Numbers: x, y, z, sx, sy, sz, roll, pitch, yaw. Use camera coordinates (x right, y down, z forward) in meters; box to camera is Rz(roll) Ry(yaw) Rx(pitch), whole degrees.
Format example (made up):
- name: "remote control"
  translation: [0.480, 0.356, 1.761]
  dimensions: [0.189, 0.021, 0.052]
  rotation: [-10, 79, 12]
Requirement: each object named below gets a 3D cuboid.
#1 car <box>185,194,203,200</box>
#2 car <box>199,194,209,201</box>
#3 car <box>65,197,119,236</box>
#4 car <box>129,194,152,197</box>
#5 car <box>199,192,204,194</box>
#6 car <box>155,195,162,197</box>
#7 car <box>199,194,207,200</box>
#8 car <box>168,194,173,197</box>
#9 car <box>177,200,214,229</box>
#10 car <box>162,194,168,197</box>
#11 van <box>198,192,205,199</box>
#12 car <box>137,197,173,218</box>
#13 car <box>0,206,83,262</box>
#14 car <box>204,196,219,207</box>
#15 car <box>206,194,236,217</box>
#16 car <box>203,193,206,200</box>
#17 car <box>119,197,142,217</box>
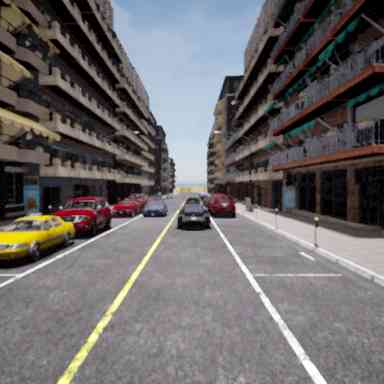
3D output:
- name: "car"
  translation: [0.102, 1.312, 41.344]
  dimensions: [1.812, 1.442, 4.674]
  rotation: [0, 0, 0]
- name: "car"
  translation: [2.681, 1.145, 74.457]
  dimensions: [2.008, 1.369, 4.403]
  rotation: [-1, 0, 0]
- name: "car"
  translation: [-5.706, 1.226, 17.752]
  dimensions: [2.192, 1.841, 5.009]
  rotation: [-1, 0, 0]
- name: "car"
  translation: [-5.705, 1.138, 34.744]
  dimensions: [2.192, 1.841, 5.009]
  rotation: [-1, 0, 0]
- name: "car"
  translation: [2.683, 1.194, 68.792]
  dimensions: [1.947, 1.339, 4.313]
  rotation: [-1, 0, 0]
- name: "car"
  translation: [-5.701, 1.305, 46.075]
  dimensions: [1.887, 1.381, 4.507]
  rotation: [-1, 0, 0]
- name: "car"
  translation: [2.682, 1.142, 80.121]
  dimensions: [1.802, 1.307, 4.206]
  rotation: [-1, 0, 0]
- name: "car"
  translation: [-5.698, 1.076, 85.730]
  dimensions: [2.008, 1.369, 4.403]
  rotation: [-1, 0, 0]
- name: "car"
  translation: [0.103, 1.459, 20.960]
  dimensions: [1.994, 1.385, 4.181]
  rotation: [0, 0, 0]
- name: "car"
  translation: [-5.700, 1.261, 57.406]
  dimensions: [1.947, 1.339, 4.313]
  rotation: [-1, 0, 0]
- name: "van"
  translation: [2.679, 0.830, 91.448]
  dimensions: [1.690, 1.788, 3.998]
  rotation: [-1, 0, 0]
- name: "car"
  translation: [-3.094, 1.400, 28.992]
  dimensions: [2.033, 1.411, 5.357]
  rotation: [0, 0, 0]
- name: "car"
  translation: [-5.704, 1.466, 11.918]
  dimensions: [1.752, 1.417, 4.829]
  rotation: [-1, 0, 0]
- name: "car"
  translation: [2.646, 1.304, 46.135]
  dimensions: [1.887, 1.381, 4.507]
  rotation: [-1, 0, 0]
- name: "car"
  translation: [2.641, 1.167, 29.139]
  dimensions: [2.192, 1.841, 5.009]
  rotation: [-1, 0, 0]
- name: "car"
  translation: [2.642, 1.137, 34.805]
  dimensions: [2.192, 1.841, 5.009]
  rotation: [-1, 0, 0]
- name: "car"
  translation: [-5.702, 1.398, 29.083]
  dimensions: [1.887, 1.381, 4.507]
  rotation: [-1, 0, 0]
